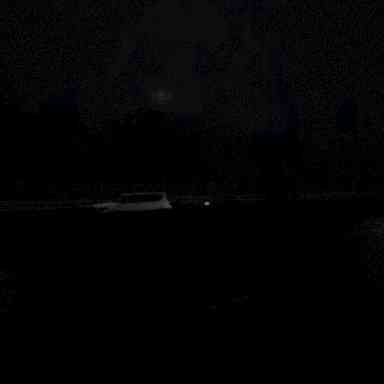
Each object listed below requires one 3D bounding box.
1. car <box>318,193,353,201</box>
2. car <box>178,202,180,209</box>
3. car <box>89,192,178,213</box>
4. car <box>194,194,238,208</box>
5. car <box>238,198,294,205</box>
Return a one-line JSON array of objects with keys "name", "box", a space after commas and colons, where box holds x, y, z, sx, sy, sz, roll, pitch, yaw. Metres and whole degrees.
[{"name": "car", "box": [15.864, 0.924, 36.724, 4.892, 1.490, 1.837, -1, 0, -35]}, {"name": "car", "box": [-3.718, 1.282, 31.444, 5.357, 1.411, 2.033, -1, 1, -36]}, {"name": "car", "box": [-4.072, 1.051, 22.593, 5.566, 2.045, 2.150, -1, 1, -36]}, {"name": "car", "box": [2.413, 0.999, 31.515, 4.553, 1.767, 2.097, -1, 1, -35]}, {"name": "car", "box": [6.465, 1.194, 25.810, 5.357, 1.411, 2.033, -1, 1, -35]}]
